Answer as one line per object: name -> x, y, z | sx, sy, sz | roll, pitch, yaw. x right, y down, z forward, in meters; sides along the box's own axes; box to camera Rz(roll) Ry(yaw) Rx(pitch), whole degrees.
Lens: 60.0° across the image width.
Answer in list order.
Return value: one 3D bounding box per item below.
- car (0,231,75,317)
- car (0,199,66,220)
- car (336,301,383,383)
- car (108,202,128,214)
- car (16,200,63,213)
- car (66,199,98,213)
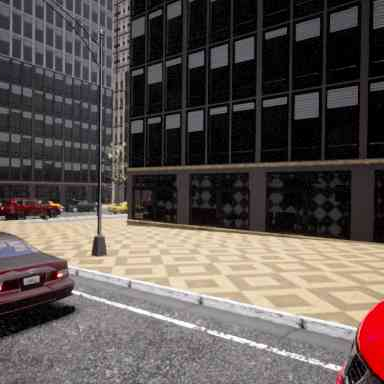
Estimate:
car -> -4.772, 1.544, 7.100 | 5.357, 1.411, 2.033 | 0, 0, 35
car -> -14.385, 1.519, 29.775 | 2.192, 1.841, 5.009 | 1, 0, 37
car -> 3.501, 1.222, 1.178 | 5.566, 2.045, 2.150 | 0, 0, 36
car -> -7.567, 1.830, 38.972 | 1.752, 1.417, 4.829 | 1, 0, 37
car -> -17.862, 1.643, 39.158 | 1.752, 1.417, 4.829 | 1, 0, 37
car -> -13.507, 1.697, 40.665 | 1.837, 1.490, 4.892 | 1, 0, 37
